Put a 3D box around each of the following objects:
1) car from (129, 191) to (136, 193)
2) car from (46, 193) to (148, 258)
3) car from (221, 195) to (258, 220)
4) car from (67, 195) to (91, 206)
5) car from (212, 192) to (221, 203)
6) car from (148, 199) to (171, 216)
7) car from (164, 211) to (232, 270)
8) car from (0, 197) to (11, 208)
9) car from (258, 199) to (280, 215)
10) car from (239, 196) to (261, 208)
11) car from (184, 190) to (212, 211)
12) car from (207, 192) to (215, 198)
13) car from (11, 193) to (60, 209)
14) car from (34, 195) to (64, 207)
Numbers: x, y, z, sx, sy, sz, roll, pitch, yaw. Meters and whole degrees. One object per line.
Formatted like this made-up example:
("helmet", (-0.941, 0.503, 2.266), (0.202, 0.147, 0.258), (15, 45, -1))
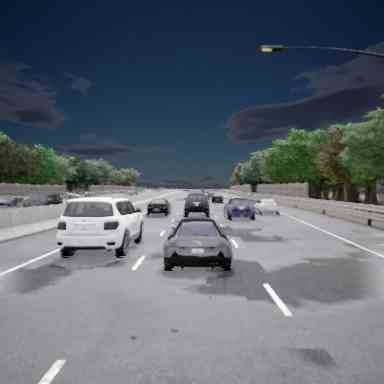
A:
("car", (-13.032, 0.678, 72.148), (2.097, 1.767, 4.553), (0, 1, 1))
("car", (-3.307, 1.217, 12.982), (2.150, 2.045, 5.566), (0, 0, 1))
("car", (3.795, 1.279, 27.332), (2.097, 1.767, 4.553), (0, 0, 1))
("car", (-16.926, 1.205, 50.028), (1.812, 1.442, 4.674), (0, 1, 1))
("car", (4.236, 1.054, 56.584), (1.882, 1.535, 5.008), (0, 1, 1))
("car", (-3.044, 1.373, 31.438), (1.882, 1.535, 5.008), (0, 1, 1))
("car", (0.176, 1.563, 11.015), (1.994, 1.385, 4.181), (0, 0, 1))
("car", (-24.022, 1.308, 44.311), (2.033, 1.411, 5.357), (0, 1, 1))
("car", (7.244, 1.411, 32.349), (1.812, 1.442, 4.674), (0, 1, 3))
("car", (7.563, 1.301, 44.064), (2.033, 1.411, 5.357), (0, 1, 1))
("car", (0.435, 1.128, 30.029), (2.150, 2.045, 5.566), (0, 0, 1))
("car", (4.631, 0.659, 82.833), (1.812, 1.442, 4.674), (0, 1, 1))
("car", (-13.759, 1.129, 30.418), (2.150, 2.045, 5.566), (0, 0, 1))
("car", (-20.470, 1.258, 47.901), (2.033, 1.411, 5.357), (0, 1, 1))
